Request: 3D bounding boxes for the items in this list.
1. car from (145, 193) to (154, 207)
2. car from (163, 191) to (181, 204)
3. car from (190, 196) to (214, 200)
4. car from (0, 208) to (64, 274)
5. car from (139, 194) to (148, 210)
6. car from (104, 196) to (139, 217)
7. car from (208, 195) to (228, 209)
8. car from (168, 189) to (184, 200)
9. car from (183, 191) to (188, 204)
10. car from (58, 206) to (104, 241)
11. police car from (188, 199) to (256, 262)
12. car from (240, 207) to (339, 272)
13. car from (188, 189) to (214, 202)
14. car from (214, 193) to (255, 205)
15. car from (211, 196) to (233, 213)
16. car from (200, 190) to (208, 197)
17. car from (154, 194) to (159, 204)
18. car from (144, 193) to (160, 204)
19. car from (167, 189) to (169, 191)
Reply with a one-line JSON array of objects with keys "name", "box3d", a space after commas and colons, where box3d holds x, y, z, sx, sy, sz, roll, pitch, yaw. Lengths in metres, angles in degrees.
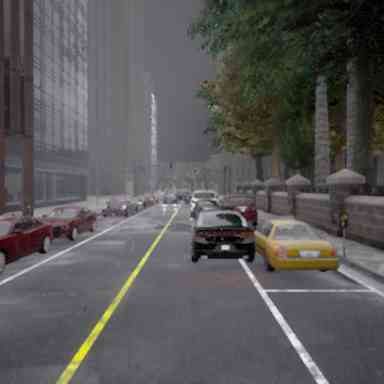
[{"name": "car", "box3d": [-5.717, 1.066, 37.270, 1.887, 1.381, 4.507, 0, 1, 0]}, {"name": "car", "box3d": [-2.981, 0.928, 46.677, 1.812, 1.442, 4.674, 0, 1, 1]}, {"name": "car", "box3d": [0.927, 1.227, 21.530, 1.837, 1.490, 4.892, 0, 1, 0]}, {"name": "car", "box3d": [-5.750, 1.412, 9.987, 1.887, 1.381, 4.507, 0, 1, 0]}, {"name": "car", "box3d": [-5.723, 1.141, 31.814, 2.008, 1.369, 4.403, 0, 1, 0]}, {"name": "car", "box3d": [-5.730, 1.099, 26.356, 1.967, 1.590, 4.097, 0, 1, 0]}, {"name": "car", "box3d": [2.809, 1.087, 37.262, 1.947, 1.339, 4.313, 0, 1, 0]}, {"name": "car", "box3d": [-1.546, 0.617, 57.475, 2.097, 1.767, 4.553, 1, 1, -38]}, {"name": "car", "box3d": [0.058, 0.932, 46.381, 1.812, 1.442, 4.674, 0, 1, 0]}, {"name": "car", "box3d": [-5.744, 1.342, 15.444, 1.887, 1.381, 4.507, 0, 1, 0]}, {"name": "police car", "box3d": [0.915, 1.272, 11.639, 1.930, 1.638, 5.238, 0, 1, 0]}, {"name": "car", "box3d": [2.775, 1.391, 10.151, 1.752, 1.417, 4.829, 0, 1, 0]}, {"name": "car", "box3d": [0.935, 0.869, 27.556, 2.150, 2.045, 5.566, 0, 1, 0]}, {"name": "car", "box3d": [2.788, 1.044, 20.891, 2.192, 1.841, 5.009, 0, 1, 0]}, {"name": "car", "box3d": [2.802, 1.113, 31.975, 1.752, 1.417, 4.829, 0, 1, 0]}, {"name": "car", "box3d": [2.862, 0.429, 80.140, 1.967, 1.590, 4.097, 0, 1, 0]}, {"name": "car", "box3d": [-5.710, 0.892, 42.726, 1.967, 1.590, 4.097, 0, 1, 0]}, {"name": "car", "box3d": [-5.703, 0.911, 48.013, 1.752, 1.417, 4.829, 0, 1, 0]}, {"name": "car", "box3d": [-5.657, 0.237, 85.586, 2.192, 1.841, 5.009, 0, 1, 0]}]
